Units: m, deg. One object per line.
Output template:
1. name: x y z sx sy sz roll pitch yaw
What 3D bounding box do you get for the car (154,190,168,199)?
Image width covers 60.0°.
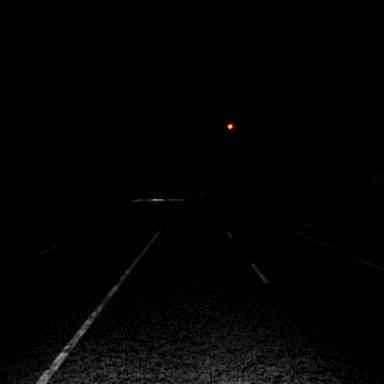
1. car: -6.746 0.747 69.101 2.128 1.511 4.902 0 1 0

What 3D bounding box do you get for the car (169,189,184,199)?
1. car: -3.247 0.722 69.079 1.837 1.490 4.892 0 1 0

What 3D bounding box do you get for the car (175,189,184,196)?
1. car: -3.177 0.018 84.551 2.097 1.767 4.553 0 1 0
